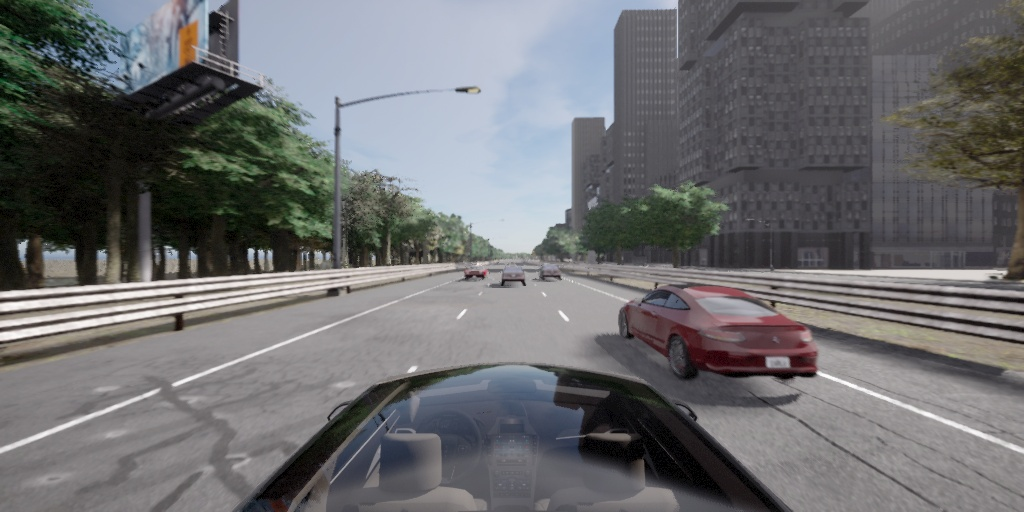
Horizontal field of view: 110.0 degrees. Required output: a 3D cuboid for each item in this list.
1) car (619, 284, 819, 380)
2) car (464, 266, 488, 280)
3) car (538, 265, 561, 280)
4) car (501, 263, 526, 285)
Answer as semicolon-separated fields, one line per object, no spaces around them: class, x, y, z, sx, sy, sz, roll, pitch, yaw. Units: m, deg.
car;3.597;1.283;7.153;1.812;1.442;4.674;0;0;0
car;-3.404;1.595;34.835;1.895;1.301;4.718;0;-1;0
car;3.600;1.540;34.693;2.033;1.411;5.357;0;-1;0
car;0.098;1.467;27.835;2.033;1.411;5.357;0;-1;0
